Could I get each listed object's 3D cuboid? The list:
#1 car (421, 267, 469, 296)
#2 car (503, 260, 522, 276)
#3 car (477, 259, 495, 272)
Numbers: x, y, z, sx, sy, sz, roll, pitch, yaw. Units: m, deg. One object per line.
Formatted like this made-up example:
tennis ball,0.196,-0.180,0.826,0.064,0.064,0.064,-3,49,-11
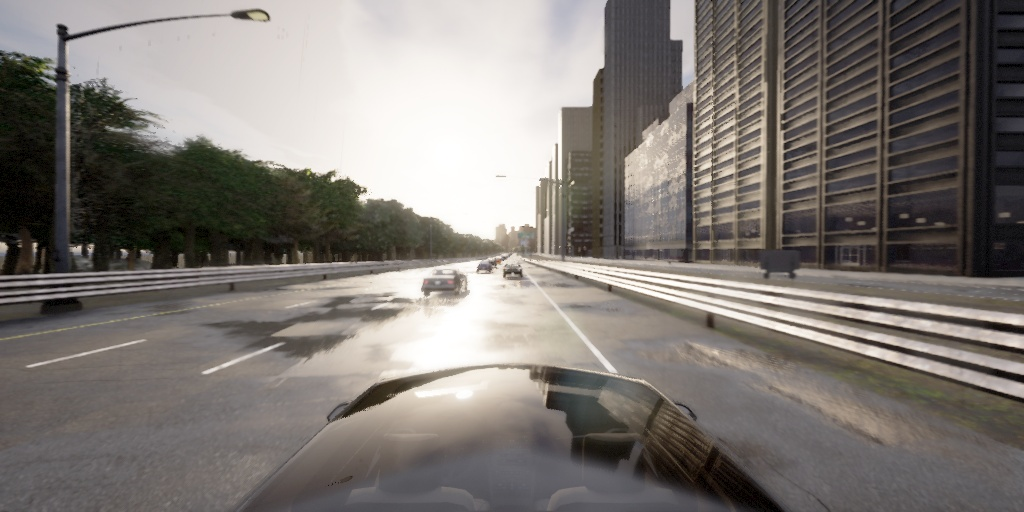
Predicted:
car,-3.508,1.311,19.463,2.033,1.411,5.357,0,0,0
car,0.059,1.384,36.728,1.895,1.301,4.718,0,0,0
car,-3.585,1.330,47.437,1.812,1.442,4.674,0,0,0
